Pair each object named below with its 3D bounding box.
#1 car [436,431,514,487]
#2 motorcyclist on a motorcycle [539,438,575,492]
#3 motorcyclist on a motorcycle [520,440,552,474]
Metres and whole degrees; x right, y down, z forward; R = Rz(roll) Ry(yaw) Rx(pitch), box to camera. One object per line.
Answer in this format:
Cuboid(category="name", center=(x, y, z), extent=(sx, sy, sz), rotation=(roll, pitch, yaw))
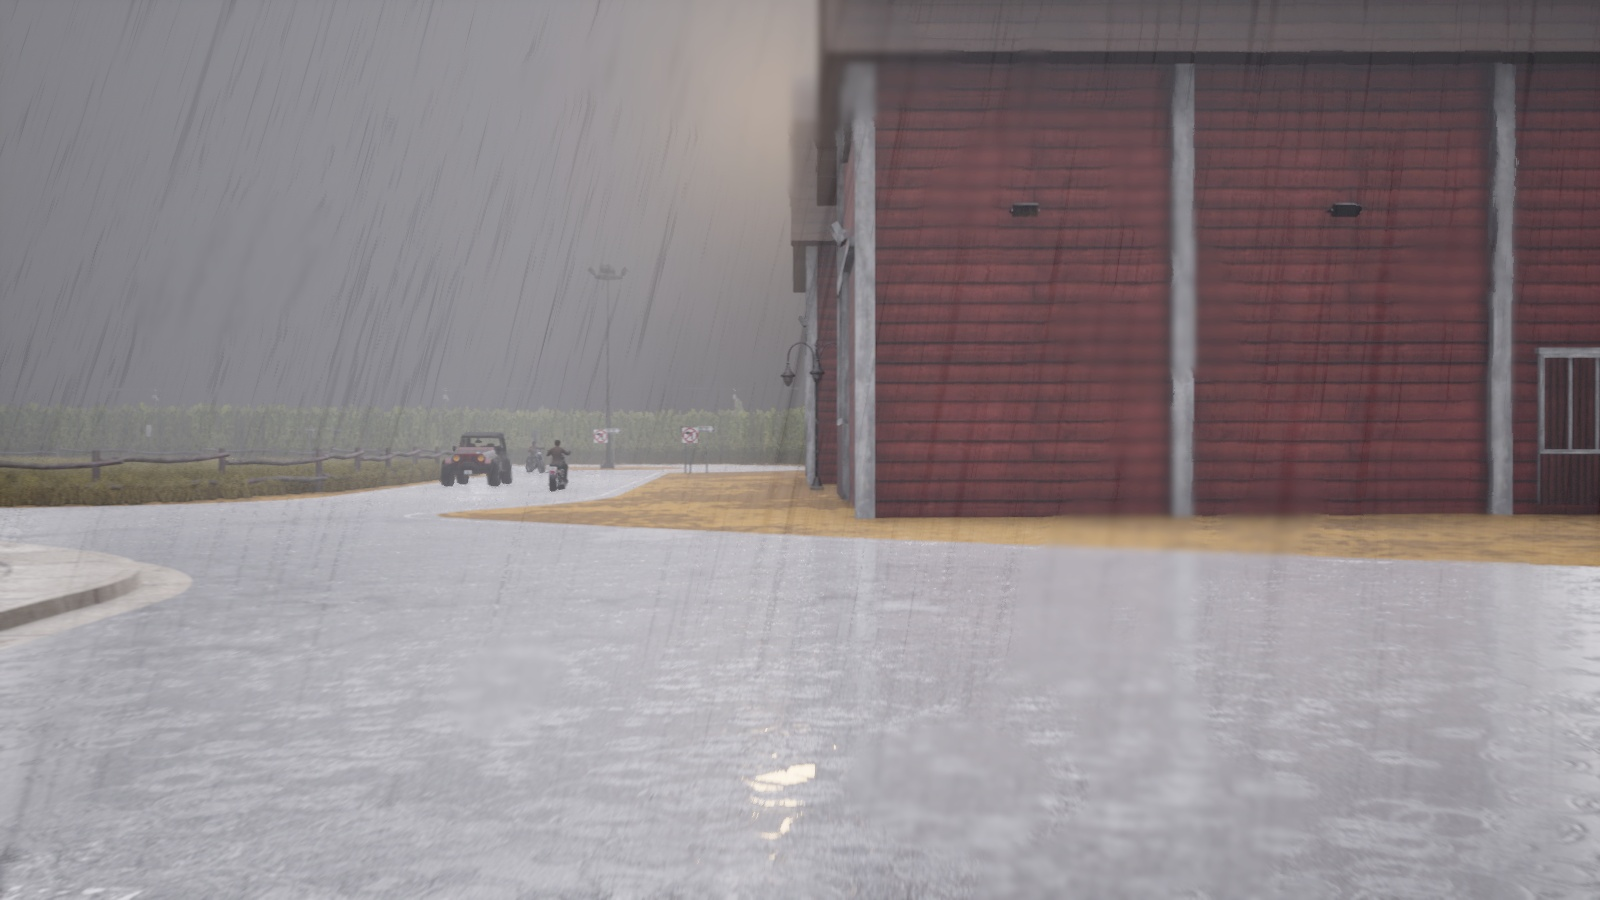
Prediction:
Cuboid(category="car", center=(-11.359, 0.279, 44.120), extent=(1.905, 1.878, 3.866), rotation=(0, 0, -3))
Cuboid(category="motorcyclist on a motorcycle", center=(-7.624, 0.465, 39.492), extent=(0.766, 1.649, 2.350), rotation=(0, 0, -2))
Cuboid(category="motorcyclist on a motorcycle", center=(-13.090, 0.330, 62.178), extent=(0.766, 1.649, 2.350), rotation=(-2, 2, -32))
